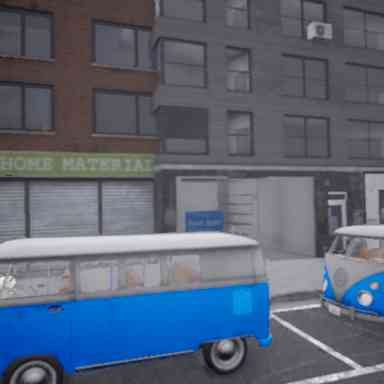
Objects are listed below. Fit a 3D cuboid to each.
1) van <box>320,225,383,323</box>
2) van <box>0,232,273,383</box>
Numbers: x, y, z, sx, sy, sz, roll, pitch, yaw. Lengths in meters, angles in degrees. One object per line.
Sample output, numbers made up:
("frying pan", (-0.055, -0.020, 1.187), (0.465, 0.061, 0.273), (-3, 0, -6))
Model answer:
("van", (4.434, 1.504, 6.377), (3.998, 1.788, 1.690), (0, -2, -18))
("van", (-0.877, 1.499, 4.648), (3.998, 1.788, 1.690), (0, -2, -18))
